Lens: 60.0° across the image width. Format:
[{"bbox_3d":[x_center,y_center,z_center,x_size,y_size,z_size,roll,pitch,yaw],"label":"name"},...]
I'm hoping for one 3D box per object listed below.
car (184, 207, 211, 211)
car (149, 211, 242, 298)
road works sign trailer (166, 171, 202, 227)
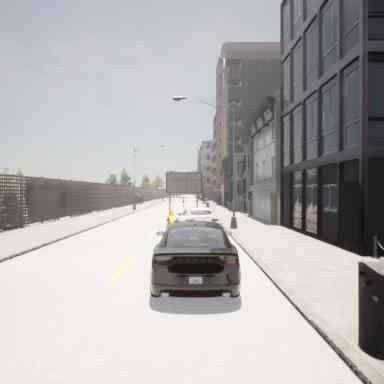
[{"bbox_3d":[0.286,1.541,17.951,1.812,1.442,4.674,0,-1,-7],"label":"car"},{"bbox_3d":[0.066,1.477,8.596,1.882,1.535,5.008,0,0,0],"label":"car"},{"bbox_3d":[-0.568,0.464,21.459,2.380,3.560,2.880,0,0,-16],"label":"road works sign trailer"}]
